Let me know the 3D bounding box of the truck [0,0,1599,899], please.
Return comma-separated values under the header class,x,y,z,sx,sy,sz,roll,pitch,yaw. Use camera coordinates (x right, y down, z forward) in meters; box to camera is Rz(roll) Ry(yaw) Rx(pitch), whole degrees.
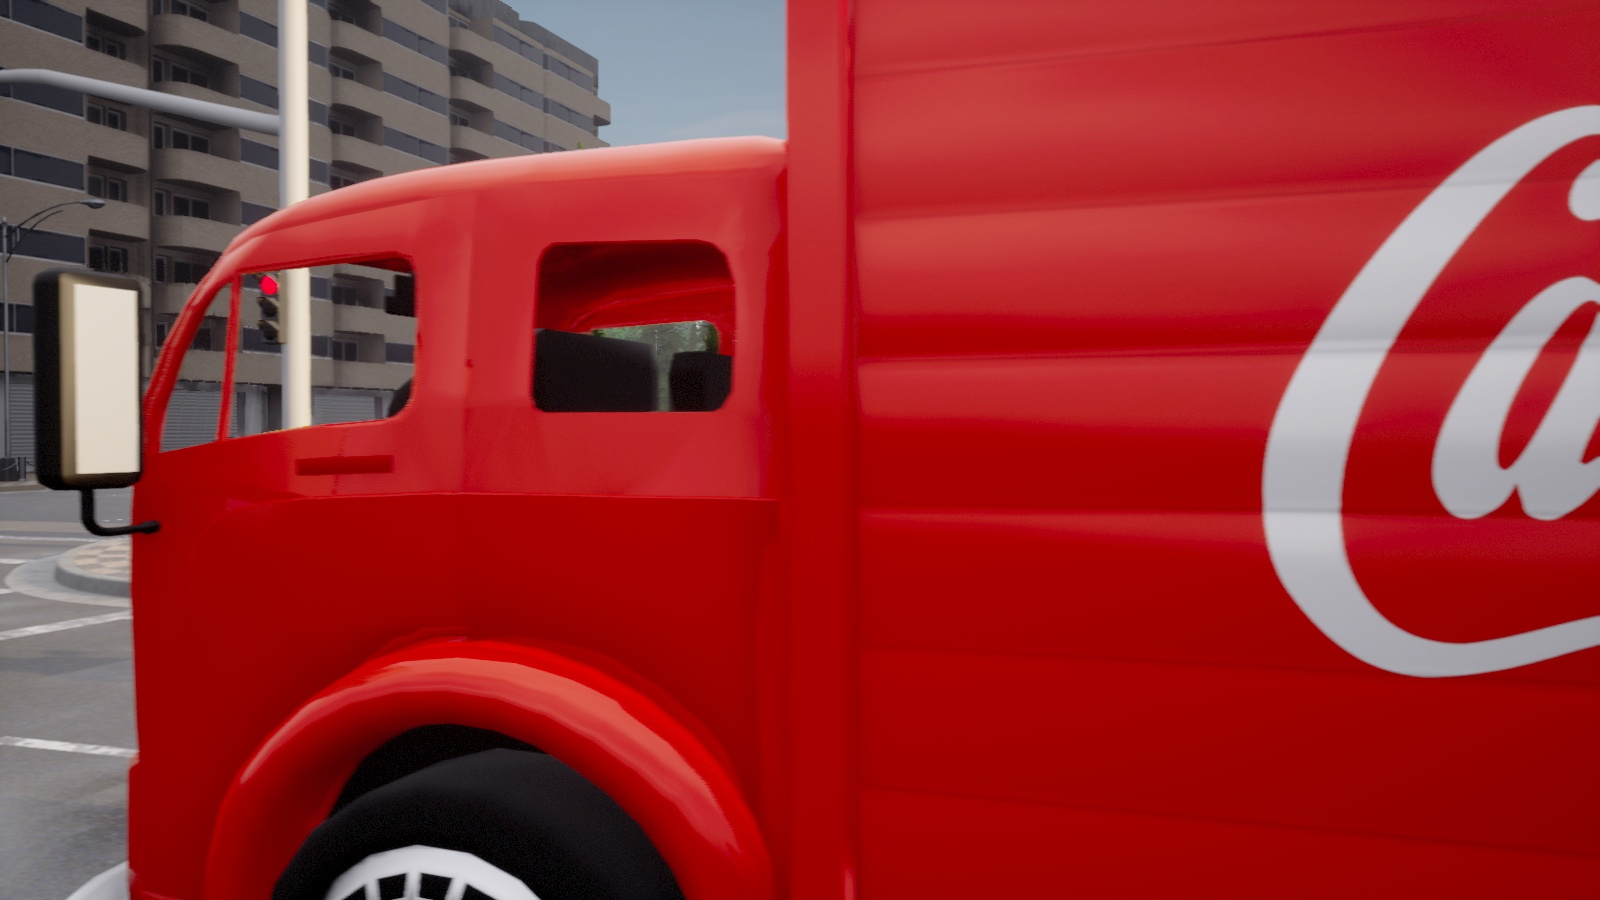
class,x,y,z,sx,sy,sz,roll,pitch,yaw
truck,0.979,0.298,2.857,5.204,2.467,2.627,1,1,19
